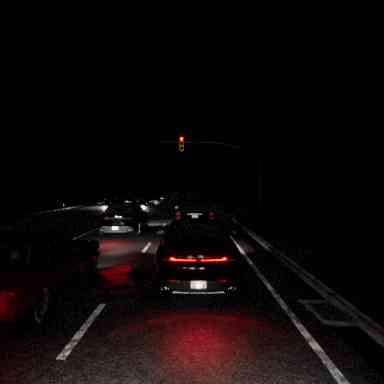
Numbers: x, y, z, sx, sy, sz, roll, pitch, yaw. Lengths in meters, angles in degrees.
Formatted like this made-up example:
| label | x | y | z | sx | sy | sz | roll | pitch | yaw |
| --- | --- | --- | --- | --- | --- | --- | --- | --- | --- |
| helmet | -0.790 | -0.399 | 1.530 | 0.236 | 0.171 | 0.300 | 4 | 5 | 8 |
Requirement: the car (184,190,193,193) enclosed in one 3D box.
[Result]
| label | x | y | z | sx | sy | sz | roll | pitch | yaw |
| --- | --- | --- | --- | --- | --- | --- | --- | --- | --- |
| car | -0.371 | 0.583 | 75.310 | 1.812 | 1.442 | 4.674 | 0 | 1 | -2 |

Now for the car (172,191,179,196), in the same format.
| label | x | y | z | sx | sy | sz | roll | pitch | yaw |
| --- | --- | --- | --- | --- | --- | --- | --- | --- | --- |
| car | -4.332 | 0.364 | 85.264 | 1.812 | 1.442 | 4.674 | 0 | 1 | -3 |

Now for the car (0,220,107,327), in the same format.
| label | x | y | z | sx | sy | sz | roll | pitch | yaw |
| --- | --- | --- | --- | --- | --- | --- | --- | --- | --- |
| car | -3.383 | 1.532 | 6.889 | 1.895 | 1.301 | 4.718 | 0 | 1 | 0 |

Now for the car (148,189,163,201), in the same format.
| label | x | y | z | sx | sy | sz | roll | pitch | yaw |
| --- | --- | --- | --- | --- | --- | --- | --- | --- | --- |
| car | -7.086 | 0.472 | 59.912 | 2.150 | 2.045 | 5.566 | 0 | 1 | 0 |

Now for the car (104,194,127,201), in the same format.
| label | x | y | z | sx | sy | sz | roll | pitch | yaw |
| --- | --- | --- | --- | --- | --- | --- | --- | --- | --- |
| car | -10.507 | 1.046 | 45.047 | 1.895 | 1.301 | 4.718 | 0 | 1 | 0 |

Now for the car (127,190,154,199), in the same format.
| label | x | y | z | sx | sy | sz | roll | pitch | yaw |
| --- | --- | --- | --- | --- | --- | --- | --- | --- | --- |
| car | -6.997 | 0.930 | 45.525 | 2.128 | 1.511 | 4.902 | 0 | 1 | 1 |

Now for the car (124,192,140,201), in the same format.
| label | x | y | z | sx | sy | sz | roll | pitch | yaw |
| --- | --- | --- | --- | --- | --- | --- | --- | --- | --- |
| car | -10.580 | 0.773 | 58.967 | 1.837 | 1.490 | 4.892 | 0 | 0 | 0 |

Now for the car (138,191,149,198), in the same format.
| label | x | y | z | sx | sy | sz | roll | pitch | yaw |
| --- | --- | --- | --- | --- | --- | --- | --- | --- | --- |
| car | -10.859 | 0.600 | 74.802 | 2.033 | 1.411 | 5.357 | 0 | 1 | -2 |

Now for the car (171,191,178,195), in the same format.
| label | x | y | z | sx | sy | sz | roll | pitch | yaw |
| --- | --- | --- | --- | --- | --- | --- | --- | --- | --- |
| car | -3.870 | 0.576 | 75.220 | 1.812 | 1.442 | 4.674 | 0 | 1 | -2 |

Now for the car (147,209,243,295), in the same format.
| label | x | y | z | sx | sy | sz | roll | pitch | yaw |
| --- | --- | --- | --- | --- | --- | --- | --- | --- | --- |
| car | 0.121 | 1.416 | 8.488 | 1.837 | 1.490 | 4.892 | 0 | 1 | 0 |

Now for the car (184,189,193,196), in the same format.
| label | x | y | z | sx | sy | sz | roll | pitch | yaw |
| --- | --- | --- | --- | --- | --- | --- | --- | --- | --- |
| car | -0.835 | 0.192 | 85.423 | 2.097 | 1.767 | 4.553 | 0 | 1 | -3 |

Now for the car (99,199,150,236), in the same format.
| label | x | y | z | sx | sy | sz | roll | pitch | yaw |
| --- | --- | --- | --- | --- | --- | --- | --- | --- | --- |
| car | -3.358 | 1.308 | 16.953 | 1.837 | 1.490 | 4.892 | 0 | 1 | 0 |

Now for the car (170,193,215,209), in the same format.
| label | x | y | z | sx | sy | sz | roll | pitch | yaw |
| --- | --- | --- | --- | --- | --- | --- | --- | --- | --- |
| car | 0.142 | 1.147 | 17.607 | 2.097 | 1.767 | 4.553 | 0 | 1 | 0 |
